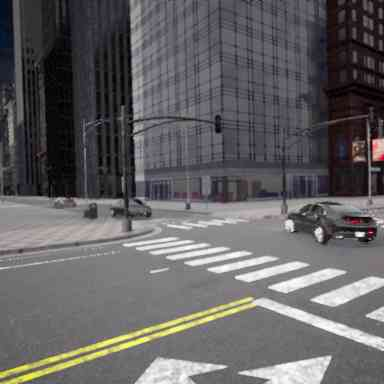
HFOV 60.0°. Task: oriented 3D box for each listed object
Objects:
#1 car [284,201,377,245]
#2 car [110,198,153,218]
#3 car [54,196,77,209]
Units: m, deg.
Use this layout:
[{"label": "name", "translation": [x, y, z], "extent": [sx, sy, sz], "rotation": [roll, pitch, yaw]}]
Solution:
[{"label": "car", "translation": [5.443, 1.151, 13.653], "extent": [1.837, 1.490, 4.892], "rotation": [1, 1, -5]}, {"label": "car", "translation": [-4.795, 1.226, 25.782], "extent": [1.837, 1.490, 4.892], "rotation": [-2, 3, -35]}, {"label": "car", "translation": [-15.845, 1.285, 41.392], "extent": [1.812, 1.442, 4.674], "rotation": [-2, 1, -35]}]
